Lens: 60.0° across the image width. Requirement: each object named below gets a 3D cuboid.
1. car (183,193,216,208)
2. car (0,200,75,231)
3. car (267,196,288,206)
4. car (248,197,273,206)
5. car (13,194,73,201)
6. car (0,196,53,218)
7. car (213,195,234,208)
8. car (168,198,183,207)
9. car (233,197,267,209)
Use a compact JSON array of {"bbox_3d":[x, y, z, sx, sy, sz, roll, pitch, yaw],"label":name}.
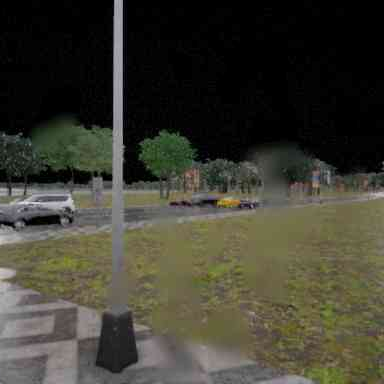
[{"bbox_3d":[1.601,1.192,47.714,2.150,2.045,5.566,0,0,36],"label":"car"},{"bbox_3d":[-9.778,1.498,20.707,2.128,1.511,4.902,0,0,36],"label":"car"},{"bbox_3d":[13.710,1.357,53.295,2.097,1.767,4.553,0,0,36],"label":"car"},{"bbox_3d":[11.575,1.534,55.894,2.033,1.411,5.357,0,0,36],"label":"car"},{"bbox_3d":[-12.619,1.190,28.052,2.150,2.045,5.566,0,0,36],"label":"car"},{"bbox_3d":[-15.256,1.303,29.951,2.097,1.767,4.553,0,0,36],"label":"car"},{"bbox_3d":[5.512,1.465,47.395,1.882,1.535,5.008,0,0,36],"label":"car"},{"bbox_3d":[-1.397,1.551,49.121,1.895,1.301,4.718,0,0,36],"label":"car"},{"bbox_3d":[7.988,1.510,45.273,1.837,1.490,4.892,0,0,36],"label":"car"}]
